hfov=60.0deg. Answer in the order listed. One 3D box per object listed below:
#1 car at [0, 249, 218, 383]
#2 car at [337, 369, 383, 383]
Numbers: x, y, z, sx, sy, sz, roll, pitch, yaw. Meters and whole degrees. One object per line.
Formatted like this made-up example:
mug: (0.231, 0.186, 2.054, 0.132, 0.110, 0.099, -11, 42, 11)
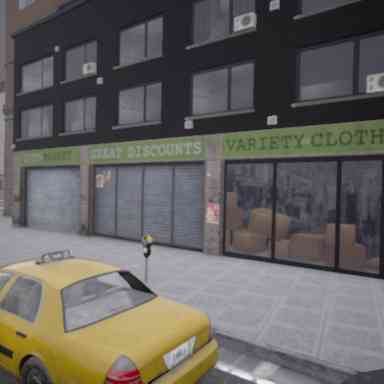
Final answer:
car: (-1.998, 1.462, 4.507, 4.829, 1.417, 1.752, 1, 1, 35)
car: (2.693, 1.575, 1.174, 4.403, 1.369, 2.008, 1, 1, 35)
